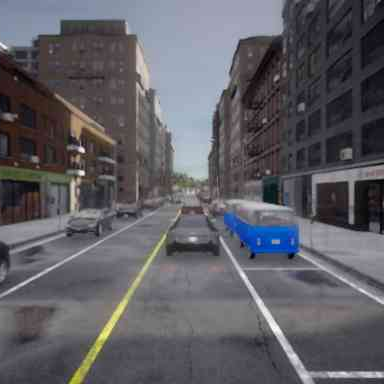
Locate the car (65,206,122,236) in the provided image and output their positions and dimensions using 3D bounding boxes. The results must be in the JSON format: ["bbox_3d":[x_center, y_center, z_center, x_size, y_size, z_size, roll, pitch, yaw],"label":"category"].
[{"bbox_3d":[-5.390,1.546,18.007,2.008,1.369,4.403,0,0,0],"label":"car"}]

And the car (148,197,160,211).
[{"bbox_3d":[-5.393,1.532,40.736,1.887,1.381,4.507,0,0,0],"label":"car"}]

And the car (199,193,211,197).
[{"bbox_3d":[2.742,1.458,59.142,1.882,1.535,5.008,0,0,0],"label":"car"}]

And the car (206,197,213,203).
[{"bbox_3d":[2.633,1.515,35.225,1.752,1.417,4.829,0,0,0],"label":"car"}]

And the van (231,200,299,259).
[{"bbox_3d":[2.636,1.339,12.326,1.690,1.788,3.998,0,0,0],"label":"van"}]

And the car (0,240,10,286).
[{"bbox_3d":[-5.388,1.565,6.642,1.947,1.339,4.313,0,0,0],"label":"car"}]

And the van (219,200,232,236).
[{"bbox_3d":[2.635,1.337,18.008,1.690,1.788,3.998,0,0,0],"label":"van"}]

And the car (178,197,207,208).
[{"bbox_3d":[0.050,1.469,29.085,1.882,1.535,5.008,0,0,0],"label":"car"}]

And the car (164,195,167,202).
[{"bbox_3d":[-5.395,1.527,52.101,1.887,1.381,4.507,0,0,0],"label":"car"}]

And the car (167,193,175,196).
[{"bbox_3d":[-5.399,1.412,74.829,1.967,1.590,4.097,0,0,0],"label":"car"}]

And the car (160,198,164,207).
[{"bbox_3d":[-5.394,1.536,46.418,2.008,1.369,4.403,0,0,0],"label":"car"}]

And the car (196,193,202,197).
[{"bbox_3d":[2.626,1.287,74.831,2.192,1.841,5.009,0,0,0],"label":"car"}]

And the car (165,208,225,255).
[{"bbox_3d":[0.047,1.562,13.263,1.994,1.385,4.181,0,0,0],"label":"car"}]

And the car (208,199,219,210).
[{"bbox_3d":[2.634,1.574,29.373,1.802,1.307,4.206,0,0,0],"label":"car"}]

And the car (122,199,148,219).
[{"bbox_3d":[-5.392,1.558,29.371,1.947,1.339,4.313,0,0,0],"label":"car"}]

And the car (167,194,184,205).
[{"bbox_3d":[-2.813,1.485,58.063,1.837,1.490,4.892,0,0,0],"label":"car"}]
